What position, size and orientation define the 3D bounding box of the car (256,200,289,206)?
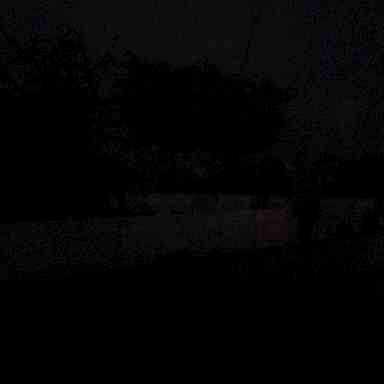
[{"bbox_3d":[7.821,1.114,29.699,2.128,1.511,4.902,1,0,-36],"label":"car"}]
